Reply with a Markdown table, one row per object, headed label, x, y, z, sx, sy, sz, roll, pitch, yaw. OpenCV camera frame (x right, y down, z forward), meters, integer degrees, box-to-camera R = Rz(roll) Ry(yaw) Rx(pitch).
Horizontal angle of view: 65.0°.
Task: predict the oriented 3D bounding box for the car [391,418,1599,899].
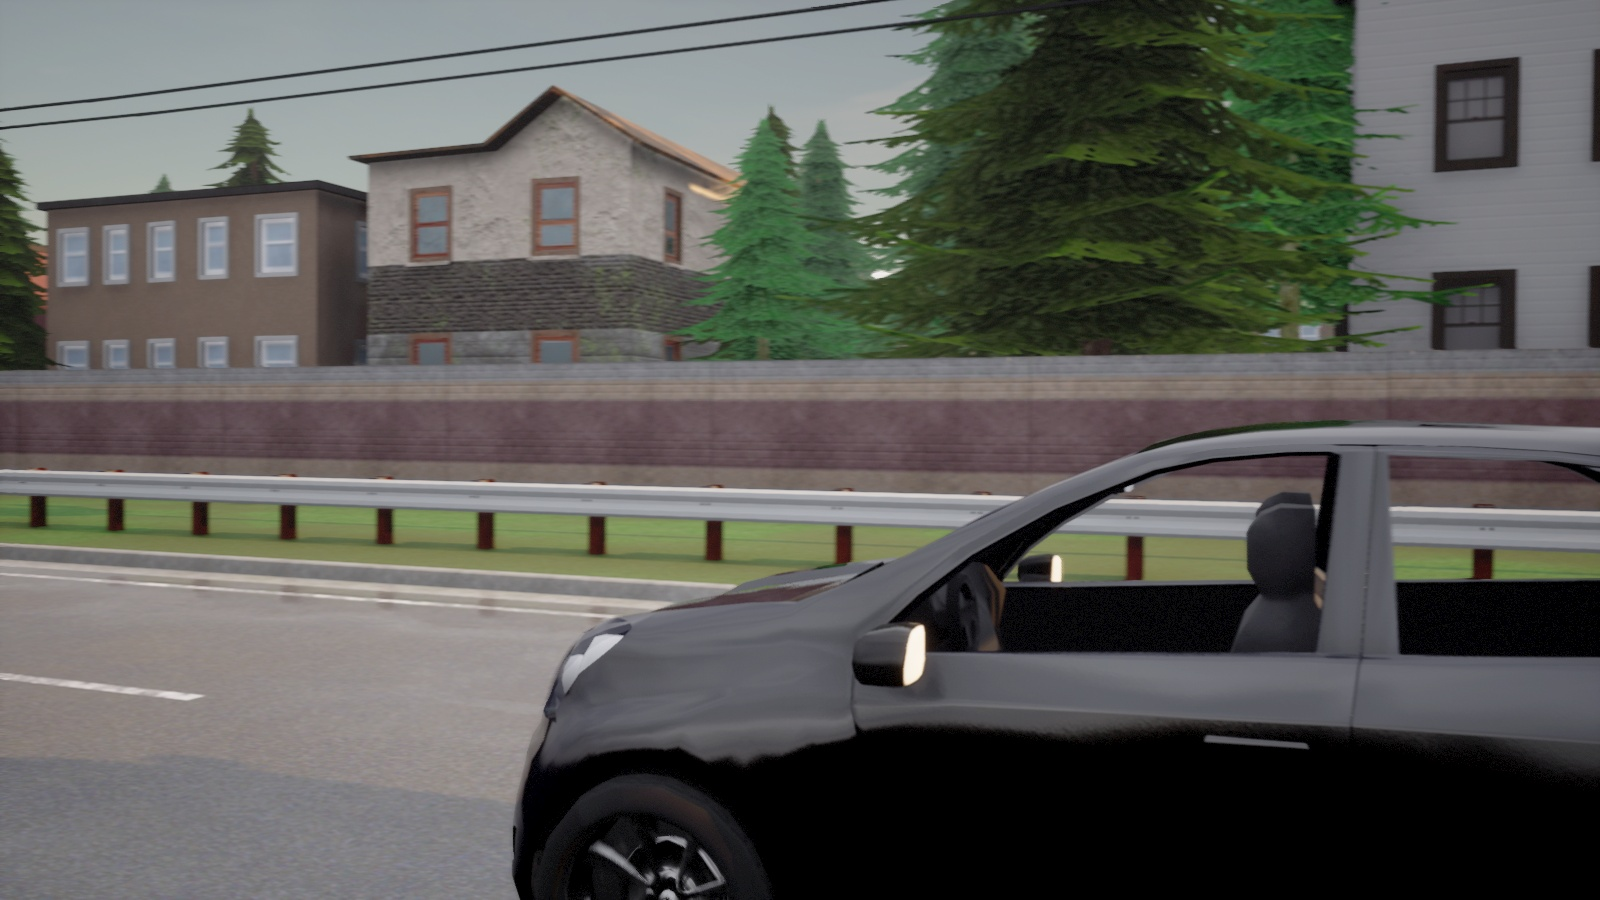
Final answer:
| label | x | y | z | sx | sy | sz | roll | pitch | yaw |
| --- | --- | --- | --- | --- | --- | --- | --- | --- | --- |
| car | 1.053 | 0.682 | 3.216 | 3.633 | 1.501 | 1.845 | 0 | 1 | 22 |
